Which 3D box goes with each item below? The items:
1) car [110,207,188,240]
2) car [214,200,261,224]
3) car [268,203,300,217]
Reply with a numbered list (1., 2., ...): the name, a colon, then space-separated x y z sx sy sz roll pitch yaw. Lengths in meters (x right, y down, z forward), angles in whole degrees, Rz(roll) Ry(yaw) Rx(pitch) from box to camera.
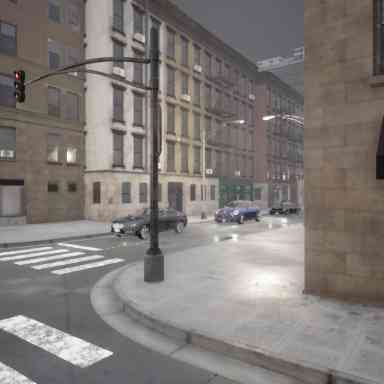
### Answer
1. car: -2.161 1.568 17.842 2.128 1.511 4.902 0 0 35
2. car: 3.631 1.480 25.993 2.097 1.767 4.553 0 0 36
3. car: 9.573 1.783 34.311 1.895 1.301 4.718 0 0 35
